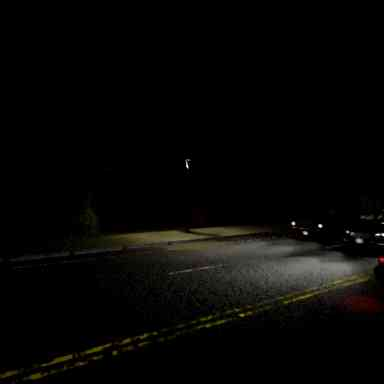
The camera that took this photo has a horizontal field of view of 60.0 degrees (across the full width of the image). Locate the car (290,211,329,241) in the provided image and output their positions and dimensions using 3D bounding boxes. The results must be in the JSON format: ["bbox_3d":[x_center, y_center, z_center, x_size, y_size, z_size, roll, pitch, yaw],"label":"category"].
[{"bbox_3d":[7.061,1.598,16.706,4.718,1.301,1.895,0,0,-35],"label":"car"}]

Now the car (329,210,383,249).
[{"bbox_3d":[8.011,1.489,13.391,4.902,1.511,2.128,0,0,-35],"label":"car"}]

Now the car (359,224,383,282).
[{"bbox_3d":[6.574,1.545,8.178,5.357,1.411,2.033,0,0,-35],"label":"car"}]
